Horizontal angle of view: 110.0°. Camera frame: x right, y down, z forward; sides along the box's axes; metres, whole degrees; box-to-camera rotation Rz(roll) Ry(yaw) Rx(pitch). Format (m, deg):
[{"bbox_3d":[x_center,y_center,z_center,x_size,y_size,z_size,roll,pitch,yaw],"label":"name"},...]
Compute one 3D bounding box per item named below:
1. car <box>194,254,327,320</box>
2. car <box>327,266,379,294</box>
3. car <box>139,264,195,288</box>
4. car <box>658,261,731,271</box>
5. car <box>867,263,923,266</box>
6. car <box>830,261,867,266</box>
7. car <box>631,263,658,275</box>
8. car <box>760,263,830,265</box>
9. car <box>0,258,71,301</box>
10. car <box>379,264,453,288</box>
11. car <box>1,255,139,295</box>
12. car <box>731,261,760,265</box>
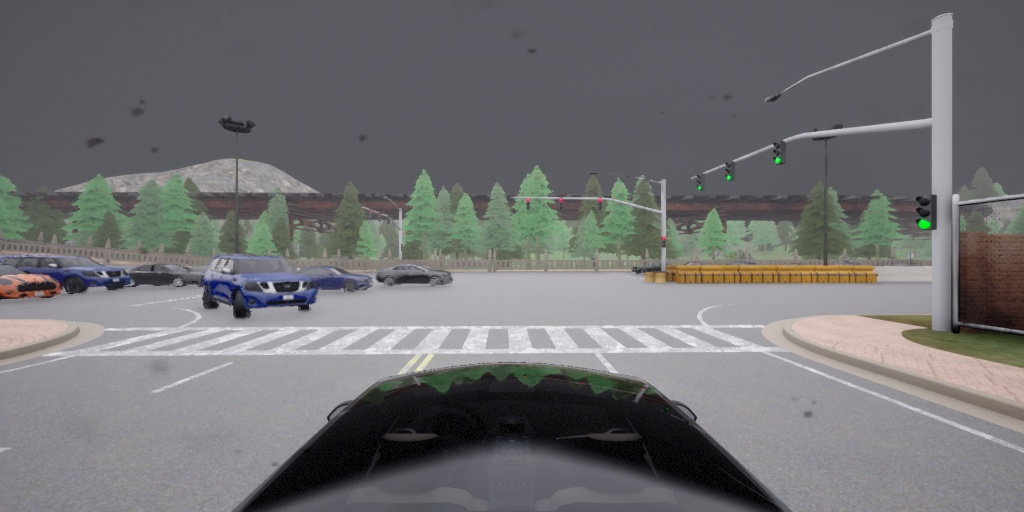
[{"bbox_3d":[-9.317,0.972,13.082,5.566,2.045,2.150,0,-1,37],"label":"car"},{"bbox_3d":[-10.146,1.275,19.773,4.674,1.442,1.812,0,0,-2],"label":"car"},{"bbox_3d":[-22.031,1.250,22.906,4.892,1.490,1.837,0,0,-2],"label":"car"},{"bbox_3d":[15.876,1.228,31.294,5.008,1.535,1.882,0,0,-2],"label":"car"},{"bbox_3d":[34.811,1.314,31.880,4.181,1.385,1.994,0,0,-2],"label":"car"},{"bbox_3d":[35.801,1.242,38.915,4.902,1.511,2.128,0,0,-2],"label":"car"},{"bbox_3d":[15.291,1.351,38.278,4.718,1.301,1.895,0,0,-2],"label":"car"},{"bbox_3d":[24.867,1.314,31.575,4.181,1.385,1.994,0,0,-2],"label":"car"},{"bbox_3d":[-23.230,1.096,15.863,4.553,1.767,2.097,0,0,-2],"label":"car"},{"bbox_3d":[-6.335,1.241,23.395,4.902,1.511,2.128,0,0,-2],"label":"car"},{"bbox_3d":[-24.213,0.965,19.336,5.566,2.045,2.150,0,0,-2],"label":"car"},{"bbox_3d":[24.544,1.241,38.568,4.902,1.511,2.128,0,0,-2],"label":"car"}]
